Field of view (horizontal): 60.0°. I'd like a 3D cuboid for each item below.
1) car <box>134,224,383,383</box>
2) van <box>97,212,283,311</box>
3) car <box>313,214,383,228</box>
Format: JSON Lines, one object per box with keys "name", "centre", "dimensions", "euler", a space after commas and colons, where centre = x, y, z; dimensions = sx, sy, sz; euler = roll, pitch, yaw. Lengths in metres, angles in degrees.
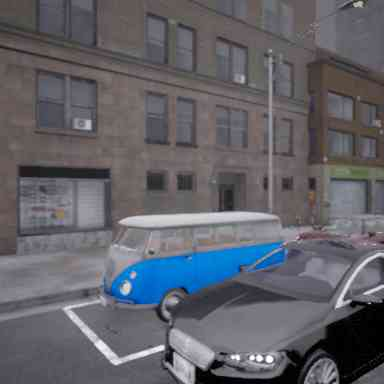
{"name": "car", "centre": [1.913, 1.488, 4.749], "dimensions": [4.902, 1.511, 2.128], "euler": [0, 0, -35]}
{"name": "van", "centre": [0.190, 1.337, 6.904], "dimensions": [3.998, 1.788, 1.690], "euler": [0, 0, -36]}
{"name": "car", "centre": [4.804, 1.431, 10.198], "dimensions": [4.097, 1.590, 1.967], "euler": [0, 0, -36]}
